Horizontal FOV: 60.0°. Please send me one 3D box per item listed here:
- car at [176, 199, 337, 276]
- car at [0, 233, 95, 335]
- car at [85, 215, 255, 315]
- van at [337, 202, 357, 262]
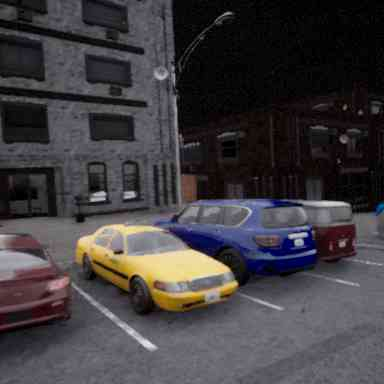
[{"bbox_3d":[0.849,1.225,9.640,2.435,2.045,5.566,0,0,-35],"label":"car"},{"bbox_3d":[-3.679,1.520,6.376,2.002,1.452,4.674,0,0,-35],"label":"car"},{"bbox_3d":[-1.198,1.475,7.920,1.946,1.575,5.366,0,0,-35],"label":"car"},{"bbox_3d":[3.071,1.249,11.332,1.878,1.987,4.442,0,0,-35],"label":"van"}]
